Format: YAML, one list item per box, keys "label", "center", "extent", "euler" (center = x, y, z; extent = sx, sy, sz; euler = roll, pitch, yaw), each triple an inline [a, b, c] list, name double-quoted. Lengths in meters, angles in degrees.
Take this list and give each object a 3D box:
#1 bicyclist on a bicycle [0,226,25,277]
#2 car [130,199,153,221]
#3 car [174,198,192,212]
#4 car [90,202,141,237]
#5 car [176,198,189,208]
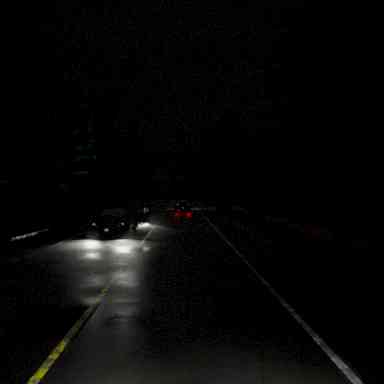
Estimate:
- label: "bicyclist on a bicycle"
  center: [-5.223, 1.455, 8.697]
  extent: [1.656, 1.620, 0.582]
  euler: [-2, 0, -2]
- label: "car"
  center: [-4.308, 1.371, 26.765]
  extent: [2.097, 1.767, 4.553]
  euler: [0, 0, -2]
- label: "car"
  center: [-1.088, 1.526, 39.162]
  extent: [1.812, 1.442, 4.674]
  euler: [0, 0, -2]
- label: "car"
  center: [-4.133, 1.526, 18.125]
  extent: [1.812, 1.442, 4.674]
  euler: [0, 0, -2]
- label: "car"
  center: [-1.418, 1.601, 49.376]
  extent: [1.895, 1.301, 4.718]
  euler: [0, 0, -2]
